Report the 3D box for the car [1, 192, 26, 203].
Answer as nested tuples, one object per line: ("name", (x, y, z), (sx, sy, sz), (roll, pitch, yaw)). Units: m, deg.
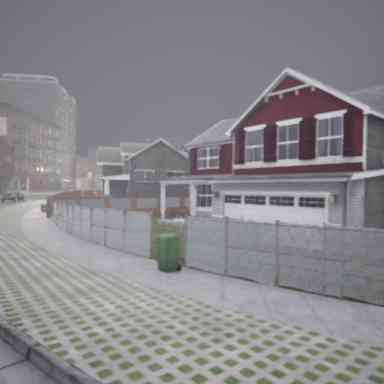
("car", (-25.520, 0.697, 47.725), (1.837, 1.490, 4.892), (1, 2, -6))
